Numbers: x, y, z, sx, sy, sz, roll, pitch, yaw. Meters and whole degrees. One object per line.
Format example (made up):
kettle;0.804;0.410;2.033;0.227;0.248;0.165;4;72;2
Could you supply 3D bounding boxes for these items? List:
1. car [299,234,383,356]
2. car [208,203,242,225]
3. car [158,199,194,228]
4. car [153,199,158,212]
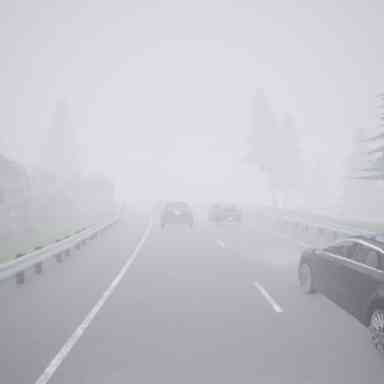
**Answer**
car;3.445;1.493;5.887;2.128;1.511;4.902;0;0;-2
car;2.291;1.514;24.131;2.128;1.511;4.902;0;0;-6
car;-1.105;1.379;22.841;2.097;1.767;4.553;0;0;-5
car;-3.665;1.542;40.446;2.128;1.511;4.902;0;0;-12
